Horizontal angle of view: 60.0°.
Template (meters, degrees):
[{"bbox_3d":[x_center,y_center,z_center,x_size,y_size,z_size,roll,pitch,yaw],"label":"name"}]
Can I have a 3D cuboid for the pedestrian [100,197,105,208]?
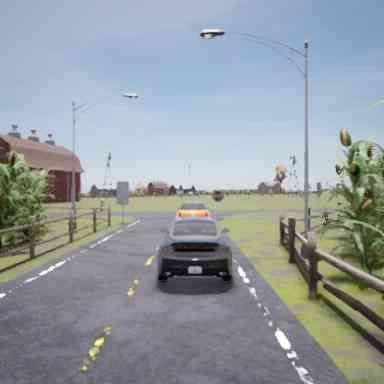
[{"bbox_3d":[-11.205,1.480,41.481,0.375,1.860,0.375,0,0,4],"label":"pedestrian"}]

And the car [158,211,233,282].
[{"bbox_3d":[0.090,1.501,9.796,1.837,1.490,4.892,0,-1,1],"label":"car"}]

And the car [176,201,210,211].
[{"bbox_3d":[0.082,1.348,20.995,2.097,1.767,4.553,0,0,0],"label":"car"}]
